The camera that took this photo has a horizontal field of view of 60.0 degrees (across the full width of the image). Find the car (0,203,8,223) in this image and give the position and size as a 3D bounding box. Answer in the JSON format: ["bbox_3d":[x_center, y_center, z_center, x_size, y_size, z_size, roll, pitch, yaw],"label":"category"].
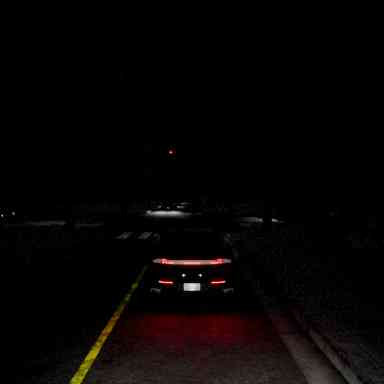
[{"bbox_3d":[-14.766,1.539,21.554,4.313,1.339,1.947,0,0,0],"label":"car"}]

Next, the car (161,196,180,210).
[{"bbox_3d":[-2.841,1.576,41.706,1.895,1.301,4.718,0,0,0],"label":"car"}]

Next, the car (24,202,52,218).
[{"bbox_3d":[-14.760,1.580,29.581,4.313,1.339,1.947,0,0,0],"label":"car"}]

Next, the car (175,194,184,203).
[{"bbox_3d":[-2.836,1.506,53.414,2.033,1.411,5.357,0,0,0],"label":"car"}]

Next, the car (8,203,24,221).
[{"bbox_3d":[-15.680,1.208,24.096,5.566,2.045,2.150,0,0,0],"label":"car"}]

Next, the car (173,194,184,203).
[{"bbox_3d":[-2.752,1.291,68.407,2.097,1.767,4.553,0,0,0],"label":"car"}]

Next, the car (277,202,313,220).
[{"bbox_3d":[9.368,1.527,27.103,4.674,1.442,1.812,0,0,2],"label":"car"}]

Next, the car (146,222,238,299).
[{"bbox_3d":[0.002,1.492,8.404,2.128,1.511,4.902,0,0,0],"label":"car"}]
